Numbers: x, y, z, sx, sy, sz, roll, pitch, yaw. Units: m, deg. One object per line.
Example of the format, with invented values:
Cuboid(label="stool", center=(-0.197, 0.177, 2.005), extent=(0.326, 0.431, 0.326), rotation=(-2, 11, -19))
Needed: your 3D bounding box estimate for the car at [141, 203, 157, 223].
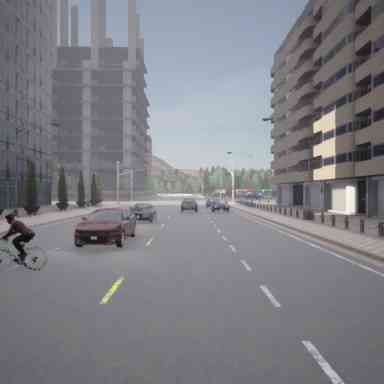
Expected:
Cuboid(label="car", center=(-3.778, 1.563, 25.134), extent=(1.994, 1.385, 4.181), rotation=(0, 0, 1))

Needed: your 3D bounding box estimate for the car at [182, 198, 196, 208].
Cuboid(label="car", center=(-0.458, 1.547, 48.150), extent=(2.033, 1.411, 5.357), rotation=(0, 0, -1))

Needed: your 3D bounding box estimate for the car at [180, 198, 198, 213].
Cuboid(label="car", center=(-0.313, 1.491, 37.770), extent=(2.128, 1.511, 4.902), rotation=(0, 0, -1))

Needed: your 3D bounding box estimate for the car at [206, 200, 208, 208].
Cuboid(label="car", center=(2.980, 1.601, 48.051), extent=(1.895, 1.301, 4.718), rotation=(0, 0, -1))

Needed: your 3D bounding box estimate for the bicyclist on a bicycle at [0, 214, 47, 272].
Cuboid(label="bicyclist on a bicycle", center=(-4.953, 1.455, 9.401), extent=(1.656, 1.620, 0.582), rotation=(-2, 0, -1))

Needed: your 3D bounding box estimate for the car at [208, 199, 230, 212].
Cuboid(label="car", center=(3.154, 1.601, 38.038), extent=(1.895, 1.301, 4.718), rotation=(0, 0, 0))

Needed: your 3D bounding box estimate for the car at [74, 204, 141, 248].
Cuboid(label="car", center=(-3.751, 1.478, 15.118), extent=(1.882, 1.535, 5.008), rotation=(0, 0, -1))
